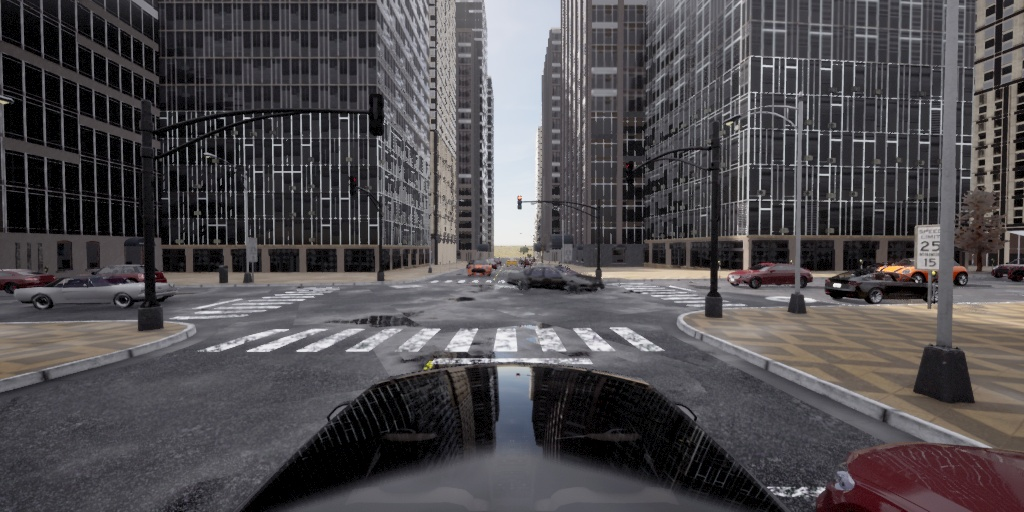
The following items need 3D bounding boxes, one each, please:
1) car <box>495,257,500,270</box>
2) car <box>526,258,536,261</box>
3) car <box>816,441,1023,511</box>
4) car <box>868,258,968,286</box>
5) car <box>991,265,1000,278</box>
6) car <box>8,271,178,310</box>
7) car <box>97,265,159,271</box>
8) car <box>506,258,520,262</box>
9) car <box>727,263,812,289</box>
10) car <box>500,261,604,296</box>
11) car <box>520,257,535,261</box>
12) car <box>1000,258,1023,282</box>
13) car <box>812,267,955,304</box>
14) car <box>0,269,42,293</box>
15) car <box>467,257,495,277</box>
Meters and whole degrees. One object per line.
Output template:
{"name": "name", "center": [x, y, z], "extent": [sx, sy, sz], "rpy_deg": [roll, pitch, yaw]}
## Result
{"name": "car", "center": [-3.116, 1.195, 51.470], "extent": [1.882, 1.535, 5.008], "rpy_deg": [0, 0, 0]}
{"name": "car", "center": [2.806, 1.254, 39.946], "extent": [1.751, 1.417, 4.829], "rpy_deg": [0, 0, 0]}
{"name": "car", "center": [2.692, 1.333, 0.408], "extent": [1.802, 1.307, 4.207], "rpy_deg": [0, 0, 0]}
{"name": "car", "center": [25.340, 0.904, 22.359], "extent": [4.553, 1.767, 2.097], "rpy_deg": [0, 1, -5]}
{"name": "car", "center": [37.693, 0.865, 26.122], "extent": [4.097, 1.591, 1.967], "rpy_deg": [0, 0, -5]}
{"name": "car", "center": [-17.345, 1.469, 15.199], "extent": [4.718, 1.301, 1.895], "rpy_deg": [0, 1, -6]}
{"name": "car", "center": [-22.578, 1.215, 20.541], "extent": [4.097, 1.591, 1.967], "rpy_deg": [0, 0, -5]}
{"name": "car", "center": [-0.025, 1.178, 65.005], "extent": [1.882, 1.535, 5.008], "rpy_deg": [0, 0, 0]}
{"name": "car", "center": [15.392, 1.135, 21.449], "extent": [4.674, 1.442, 1.812], "rpy_deg": [0, 1, -5]}
{"name": "car", "center": [2.216, 1.244, 19.607], "extent": [5.357, 1.411, 2.033], "rpy_deg": [1, 2, 36]}
{"name": "car", "center": [2.710, 1.028, 55.027], "extent": [2.192, 1.841, 5.009], "rpy_deg": [0, 0, 0]}
{"name": "car", "center": [35.349, 0.846, 23.279], "extent": [4.553, 1.767, 2.097], "rpy_deg": [0, 1, -5]}
{"name": "car", "center": [16.124, 1.294, 15.706], "extent": [4.313, 1.339, 1.948], "rpy_deg": [0, 0, -5]}
{"name": "car", "center": [-28.204, 1.390, 20.016], "extent": [4.207, 1.307, 1.802], "rpy_deg": [0, 0, -5]}
{"name": "car", "center": [-3.112, 1.086, 35.076], "extent": [2.097, 1.767, 4.553], "rpy_deg": [0, 0, 0]}
